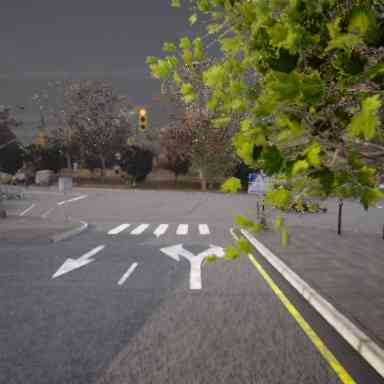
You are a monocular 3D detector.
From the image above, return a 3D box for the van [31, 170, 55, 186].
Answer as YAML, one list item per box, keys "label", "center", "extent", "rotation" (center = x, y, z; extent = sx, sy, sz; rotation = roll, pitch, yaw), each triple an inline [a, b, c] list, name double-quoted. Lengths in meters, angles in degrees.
- label: "van"
  center: [-19.802, -1.870, 44.922]
  extent: [1.878, 1.987, 4.442]
  rotation: [1, 6, -13]

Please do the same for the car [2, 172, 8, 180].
- label: "car"
  center: [-25.754, -1.933, 45.934]
  extent: [1.946, 1.575, 5.366]
  rotation: [0, 6, -13]

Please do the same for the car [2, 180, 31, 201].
- label: "car"
  center: [-18.367, -0.044, 31.361]
  extent: [4.902, 1.511, 2.128]
  rotation: [3, 6, 6]

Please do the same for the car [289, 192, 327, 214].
- label: "car"
  center: [9.432, 0.841, 29.105]
  extent: [4.553, 1.767, 2.097]
  rotation: [4, 5, 3]

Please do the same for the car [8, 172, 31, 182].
- label: "car"
  center: [-22.766, -1.905, 45.351]
  extent: [2.185, 1.767, 4.553]
  rotation: [0, 6, -13]
